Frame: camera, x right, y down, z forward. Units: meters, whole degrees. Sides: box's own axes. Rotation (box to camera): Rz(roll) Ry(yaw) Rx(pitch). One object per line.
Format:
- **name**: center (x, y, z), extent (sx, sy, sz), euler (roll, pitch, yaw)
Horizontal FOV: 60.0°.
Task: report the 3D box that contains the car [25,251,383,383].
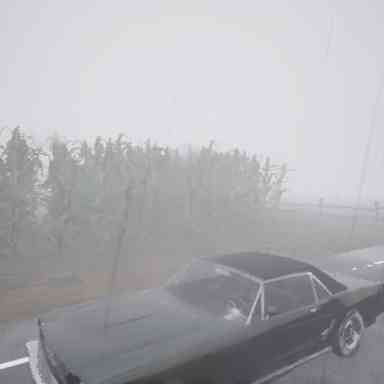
- **car**: center (0.501, 1.572, 4.351), extent (4.718, 1.301, 1.895), euler (-1, 0, -35)
